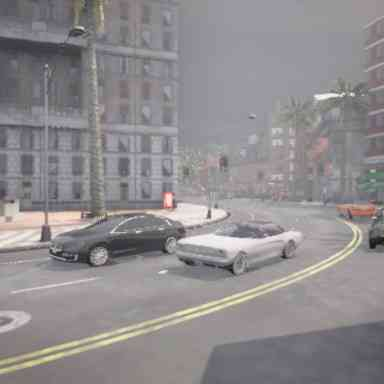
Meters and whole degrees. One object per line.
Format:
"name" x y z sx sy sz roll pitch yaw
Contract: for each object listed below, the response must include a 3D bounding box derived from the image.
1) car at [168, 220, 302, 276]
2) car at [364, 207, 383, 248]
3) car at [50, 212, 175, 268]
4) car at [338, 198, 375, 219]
"car" 1.664 1.594 10.602 1.895 1.301 4.718 0 0 42
"car" 8.674 1.552 14.094 1.994 1.385 4.181 0 0 31
"car" -2.324 1.500 11.520 4.892 1.490 1.837 0 0 -45
"car" 14.000 1.329 28.396 2.097 1.767 4.553 0 0 12
